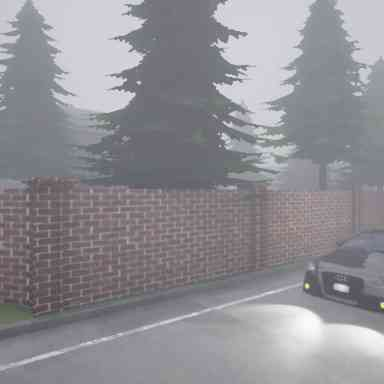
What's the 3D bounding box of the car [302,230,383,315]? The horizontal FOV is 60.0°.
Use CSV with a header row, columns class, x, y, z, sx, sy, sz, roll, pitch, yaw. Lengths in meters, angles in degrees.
class,x,y,z,sx,sy,sz,roll,pitch,yaw
car,4.291,1.564,7.286,4.181,1.385,1.994,0,0,-38
